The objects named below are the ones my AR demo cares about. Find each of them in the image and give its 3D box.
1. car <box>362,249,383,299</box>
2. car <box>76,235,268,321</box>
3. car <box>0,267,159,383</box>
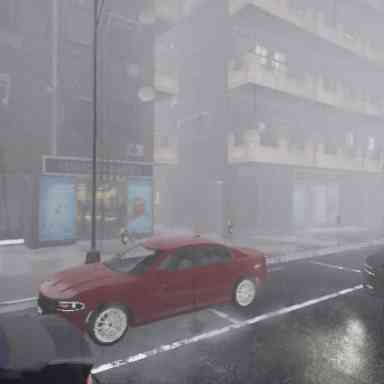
[{"bbox_3d":[5.817,1.520,7.569,5.008,1.535,1.882,0,0,-36],"label":"car"},{"bbox_3d":[-0.488,1.570,6.371,4.507,1.381,1.887,0,0,-36],"label":"car"},{"bbox_3d":[-2.815,1.493,1.343,4.902,1.511,2.128,0,0,-36],"label":"car"}]
